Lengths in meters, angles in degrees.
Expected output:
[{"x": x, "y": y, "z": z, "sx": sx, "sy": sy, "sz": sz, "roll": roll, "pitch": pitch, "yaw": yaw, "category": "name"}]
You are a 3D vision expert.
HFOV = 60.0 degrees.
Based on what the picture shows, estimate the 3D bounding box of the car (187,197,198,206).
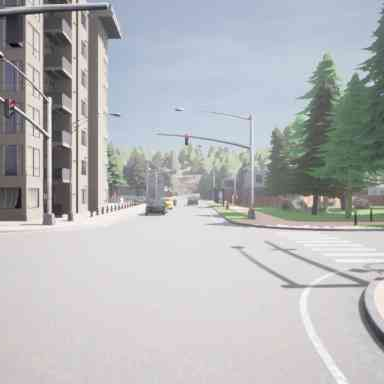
[{"x": 0.140, "y": 1.547, "z": 55.665, "sx": 2.033, "sy": 1.411, "sz": 5.357, "roll": 0, "pitch": 0, "yaw": 0, "category": "car"}]

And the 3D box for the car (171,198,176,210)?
[{"x": -3.483, "y": 1.477, "z": 43.441, "sx": 1.882, "sy": 1.535, "sz": 5.008, "roll": 0, "pitch": 0, "yaw": 0, "category": "car"}]

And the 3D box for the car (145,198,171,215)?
[{"x": -3.517, "y": 1.477, "z": 33.480, "sx": 1.882, "sy": 1.535, "sz": 5.008, "roll": 0, "pitch": 0, "yaw": 0, "category": "car"}]
